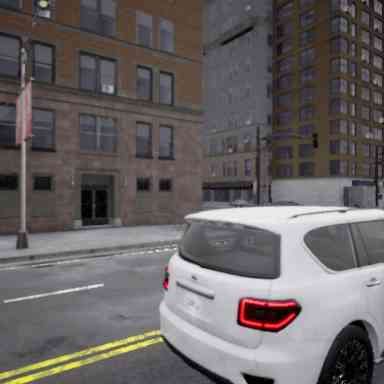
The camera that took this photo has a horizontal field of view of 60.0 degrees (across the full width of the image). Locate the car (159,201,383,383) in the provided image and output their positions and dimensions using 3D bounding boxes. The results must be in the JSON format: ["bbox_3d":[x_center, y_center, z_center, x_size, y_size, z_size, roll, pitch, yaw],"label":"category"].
[{"bbox_3d":[2.197,1.212,5.008,5.566,2.045,2.150,-1,0,-36],"label":"car"}]

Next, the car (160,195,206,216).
[{"bbox_3d":[-0.989,1.254,33.064,2.192,1.841,5.009,0,0,-35],"label":"car"}]

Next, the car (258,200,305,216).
[{"bbox_3d":[8.831,1.526,33.068,1.947,1.339,4.313,0,0,-35],"label":"car"}]

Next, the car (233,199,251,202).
[{"bbox_3d":[5.565,1.511,37.693,2.008,1.369,4.403,0,0,-35],"label":"car"}]
